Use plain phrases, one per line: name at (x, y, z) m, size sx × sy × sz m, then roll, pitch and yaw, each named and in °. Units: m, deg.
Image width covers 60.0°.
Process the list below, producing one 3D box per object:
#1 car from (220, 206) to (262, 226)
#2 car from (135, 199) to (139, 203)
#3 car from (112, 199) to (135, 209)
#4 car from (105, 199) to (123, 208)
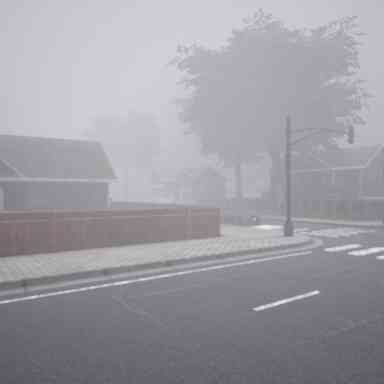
car at (3.446, 1.821, 25.848) m, size 1.994 × 1.385 × 4.181 m, roll 0°, pitch 0°, yaw -34°
car at (-10.042, 1.835, 53.753) m, size 2.097 × 1.767 × 4.553 m, roll 0°, pitch 0°, yaw -28°
car at (-10.333, 2.019, 48.332) m, size 1.994 × 1.385 × 4.181 m, roll 0°, pitch 0°, yaw -29°
car at (-14.750, 2.115, 62.549) m, size 2.033 × 1.411 × 5.357 m, roll 0°, pitch 0°, yaw -26°
